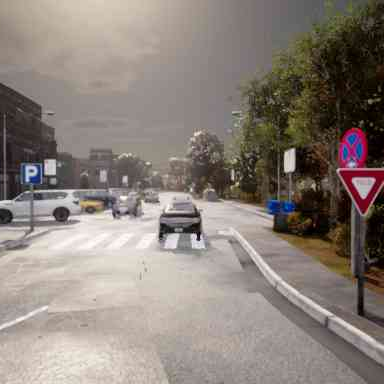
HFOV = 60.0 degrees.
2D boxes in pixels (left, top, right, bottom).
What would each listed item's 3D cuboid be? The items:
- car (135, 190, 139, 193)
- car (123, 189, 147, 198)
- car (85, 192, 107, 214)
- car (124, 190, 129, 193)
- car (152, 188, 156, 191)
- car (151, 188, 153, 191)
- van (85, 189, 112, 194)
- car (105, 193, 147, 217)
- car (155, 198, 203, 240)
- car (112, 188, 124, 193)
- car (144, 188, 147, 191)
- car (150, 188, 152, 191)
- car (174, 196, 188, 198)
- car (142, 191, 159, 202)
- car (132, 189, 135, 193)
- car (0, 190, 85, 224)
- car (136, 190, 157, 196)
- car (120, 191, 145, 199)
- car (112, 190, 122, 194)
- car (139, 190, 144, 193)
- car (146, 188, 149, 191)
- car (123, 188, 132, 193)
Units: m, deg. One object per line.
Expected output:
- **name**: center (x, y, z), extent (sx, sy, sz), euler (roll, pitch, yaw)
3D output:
- **car**: center (-11.277, 0.759, 51.619), extent (4.792, 1.488, 2.163), euler (-1, 1, -22)
- **car**: center (-12.013, 0.383, 69.592), extent (4.553, 1.767, 2.185), euler (-1, 0, -22)
- **car**: center (-10.188, 1.057, 27.666), extent (5.366, 1.575, 1.946), euler (-1, 1, -22)
- **car**: center (-10.960, 0.892, 42.602), extent (4.674, 1.452, 2.002), euler (-1, 1, -22)
- **car**: center (-12.705, 0.316, 87.593), extent (4.892, 1.521, 2.231), euler (-1, 0, -22)
- **car**: center (-12.333, 0.449, 78.601), extent (4.674, 1.452, 2.002), euler (-1, 0, -22)
- **van**: center (-10.715, 0.755, 33.545), extent (4.442, 1.987, 1.878), euler (-1, 1, -22)
- **car**: center (-5.011, 1.095, 26.066), extent (2.128, 1.511, 4.902), euler (0, 1, -2)
- **car**: center (-0.524, 1.247, 15.582), extent (2.128, 1.511, 4.902), euler (0, 1, 0)
- **car**: center (-10.877, 0.768, 39.592), extent (4.553, 1.767, 2.185), euler (-1, 1, -22)
- **car**: center (-11.469, 0.609, 60.677), extent (5.366, 1.575, 1.946), euler (-1, 1, -22)
- **car**: center (-12.185, 0.470, 75.613), extent (4.792, 1.488, 2.163), euler (-1, 0, -22)
- **car**: center (-1.124, 1.084, 34.785), extent (1.895, 1.301, 4.718), euler (0, 1, -2)
- **car**: center (-5.844, 0.883, 48.963), extent (1.895, 1.301, 4.718), euler (0, 1, -2)
- **car**: center (-11.157, 0.643, 48.606), extent (4.553, 1.767, 2.185), euler (-1, 1, -22)
- **car**: center (-10.130, 0.898, 21.568), extent (5.566, 2.045, 2.435), euler (-1, 1, -22)
- **car**: center (-12.781, 0.247, 93.661), extent (5.366, 1.575, 1.946), euler (-1, 0, -22)
- **car**: center (-11.863, 0.583, 66.601), extent (4.674, 1.452, 2.002), euler (-1, 1, -22)
- **car**: center (-10.717, 0.936, 36.595), extent (5.008, 1.535, 2.097), euler (-1, 1, -22)
- **car**: center (-11.392, 0.438, 54.613), extent (5.566, 2.045, 2.435), euler (-1, 1, -22)
- **car**: center (-11.743, 0.327, 63.623), extent (5.566, 2.045, 2.435), euler (-1, 0, -22)
- **car**: center (-11.043, 0.684, 45.607), extent (4.553, 1.767, 2.185), euler (-1, 1, -22)
